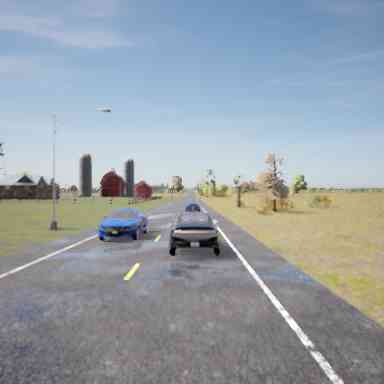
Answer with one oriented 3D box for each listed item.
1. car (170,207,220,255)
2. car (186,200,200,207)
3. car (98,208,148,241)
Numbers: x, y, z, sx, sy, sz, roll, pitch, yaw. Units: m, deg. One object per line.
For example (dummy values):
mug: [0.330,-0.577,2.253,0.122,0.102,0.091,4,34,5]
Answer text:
car: [0.102,1.603,13.881,2.128,1.511,4.902,0,0,0]
car: [0.106,1.871,45.056,1.812,1.442,4.674,0,0,0]
car: [-3.540,1.619,17.841,1.882,1.535,5.008,0,-1,0]
